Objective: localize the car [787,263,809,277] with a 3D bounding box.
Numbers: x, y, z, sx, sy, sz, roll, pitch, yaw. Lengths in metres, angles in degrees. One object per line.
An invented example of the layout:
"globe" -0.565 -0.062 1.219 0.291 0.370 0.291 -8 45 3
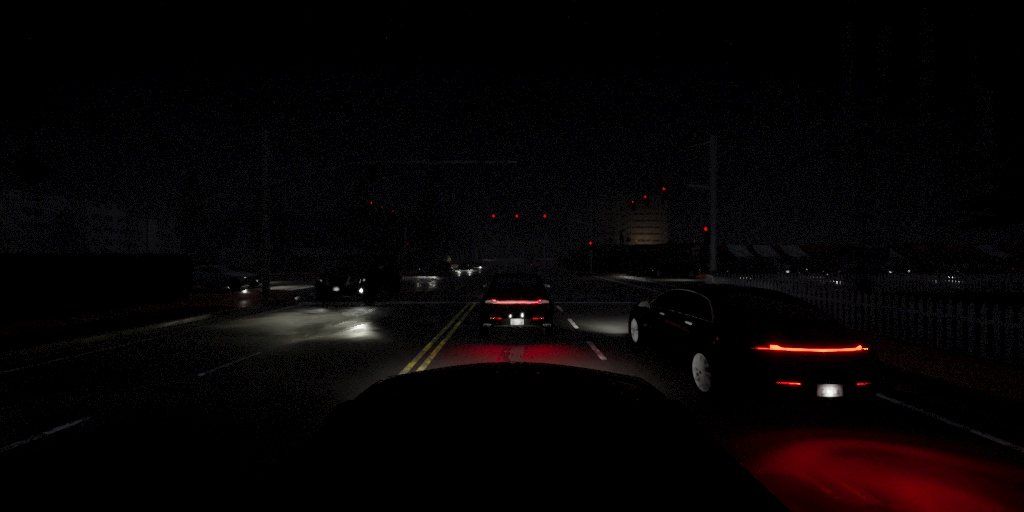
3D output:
"car" 24.659 1.288 33.634 5.357 1.411 2.033 0 0 -1

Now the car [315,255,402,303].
"car" -7.010 0.967 17.092 2.150 2.045 5.566 0 0 0

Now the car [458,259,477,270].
"car" -6.788 1.242 52.886 1.837 1.490 4.892 0 0 0

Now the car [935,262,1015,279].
"car" 38.875 1.267 30.387 4.674 1.442 1.812 0 0 -1

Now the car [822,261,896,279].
"car" 28.875 1.267 30.203 4.674 1.442 1.812 0 0 -1

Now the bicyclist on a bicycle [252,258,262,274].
"bicyclist on a bicycle" -26.175 1.041 36.843 0.582 1.620 1.656 0 0 -3

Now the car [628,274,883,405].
"car" 3.587 1.253 6.429 1.837 1.490 4.892 0 0 1

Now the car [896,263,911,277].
"car" 34.483 1.232 33.813 4.902 1.511 2.128 0 0 -1

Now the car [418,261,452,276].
"car" -7.896 1.245 37.267 1.837 1.490 4.892 1 0 16

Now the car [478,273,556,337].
"car" 0.130 1.239 10.333 2.128 1.511 4.902 0 0 0

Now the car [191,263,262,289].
"car" -18.162 1.270 22.254 4.674 1.442 1.812 0 0 0

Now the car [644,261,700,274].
"car" 14.920 1.246 33.512 4.892 1.490 1.837 0 0 1

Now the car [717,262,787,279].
"car" 19.615 1.233 30.036 4.902 1.511 2.128 0 0 -1

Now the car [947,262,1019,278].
"car" 44.526 1.304 33.974 4.181 1.385 1.994 0 0 -1
